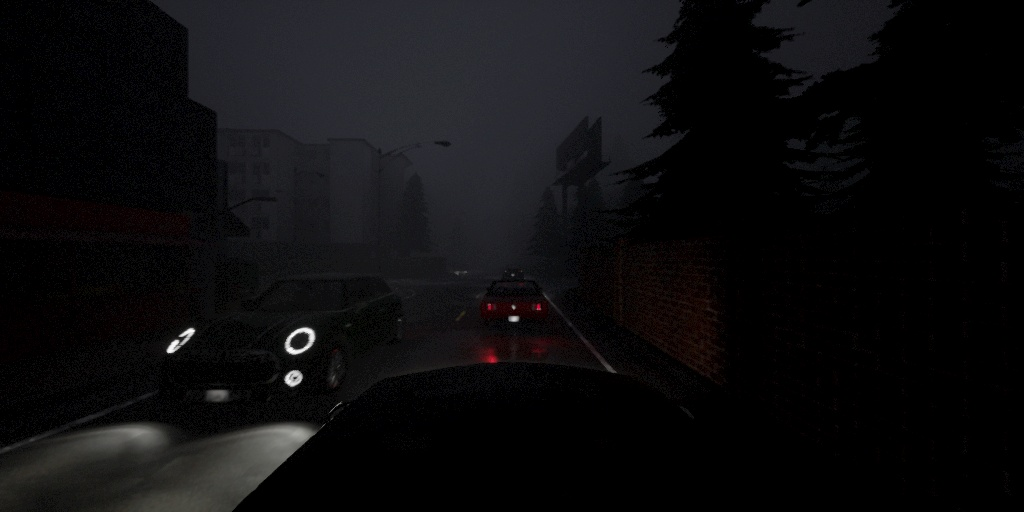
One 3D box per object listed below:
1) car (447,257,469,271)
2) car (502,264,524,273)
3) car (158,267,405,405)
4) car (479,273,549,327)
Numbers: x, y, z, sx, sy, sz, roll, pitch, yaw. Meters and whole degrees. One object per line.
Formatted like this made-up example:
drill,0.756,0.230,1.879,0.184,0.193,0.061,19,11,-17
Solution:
car,-8.679,1.249,57.284,2.150,2.045,5.566,0,0,-27
car,0.083,1.408,31.803,1.812,1.442,4.674,0,-1,0
car,-3.586,1.127,6.622,2.097,1.767,4.553,0,0,0
car,0.069,1.401,11.797,1.895,1.301,4.718,0,0,0
